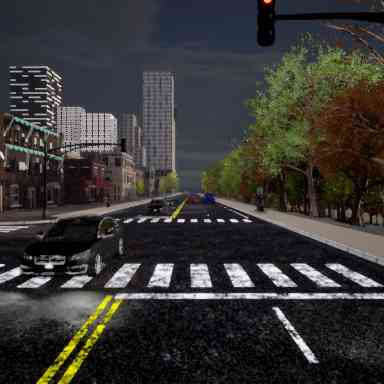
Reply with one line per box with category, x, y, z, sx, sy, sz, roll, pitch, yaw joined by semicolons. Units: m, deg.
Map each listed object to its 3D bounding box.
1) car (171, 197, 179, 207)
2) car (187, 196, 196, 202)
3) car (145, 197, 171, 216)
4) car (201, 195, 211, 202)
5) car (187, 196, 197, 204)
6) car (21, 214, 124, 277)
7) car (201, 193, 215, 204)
car;-3.451;1.474;49.977;2.128;1.511;4.902;0;0;0
car;-0.152;1.523;74.141;1.994;1.385;4.181;0;0;0
car;-3.420;1.494;33.074;1.837;1.490;4.892;0;0;0
car;3.092;1.447;74.383;1.882;1.535;5.008;0;0;0
car;-0.025;1.539;64.189;1.994;1.385;4.181;0;0;-1
car;-3.372;1.503;10.259;1.837;1.490;4.892;0;0;0
car;3.217;1.197;63.808;2.150;2.045;5.566;0;0;0
